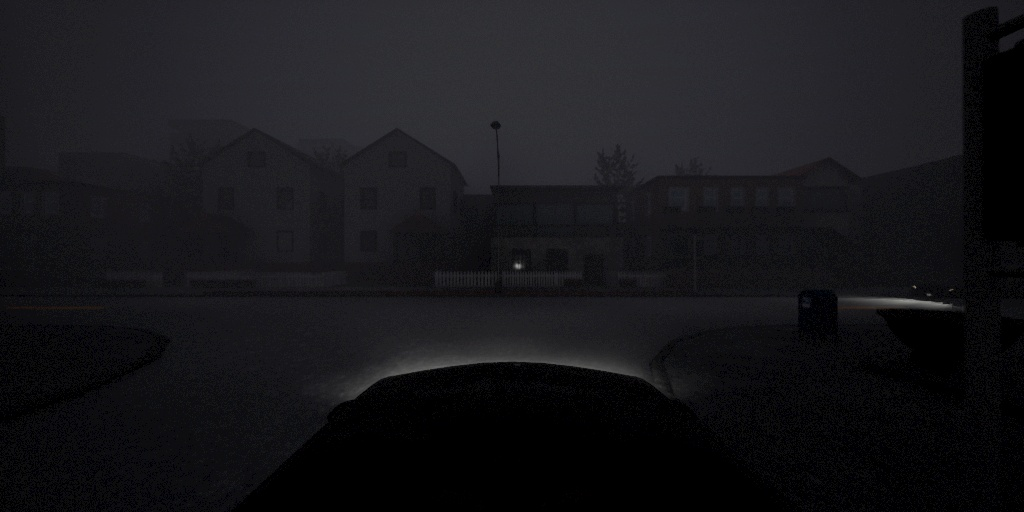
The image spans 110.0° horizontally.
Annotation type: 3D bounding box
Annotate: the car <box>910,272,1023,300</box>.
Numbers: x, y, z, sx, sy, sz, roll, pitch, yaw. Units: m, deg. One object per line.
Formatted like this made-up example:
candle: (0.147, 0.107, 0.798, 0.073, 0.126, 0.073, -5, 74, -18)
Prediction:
car: (21.593, 1.370, 16.271, 5.357, 1.411, 2.033, 0, 0, 0)
